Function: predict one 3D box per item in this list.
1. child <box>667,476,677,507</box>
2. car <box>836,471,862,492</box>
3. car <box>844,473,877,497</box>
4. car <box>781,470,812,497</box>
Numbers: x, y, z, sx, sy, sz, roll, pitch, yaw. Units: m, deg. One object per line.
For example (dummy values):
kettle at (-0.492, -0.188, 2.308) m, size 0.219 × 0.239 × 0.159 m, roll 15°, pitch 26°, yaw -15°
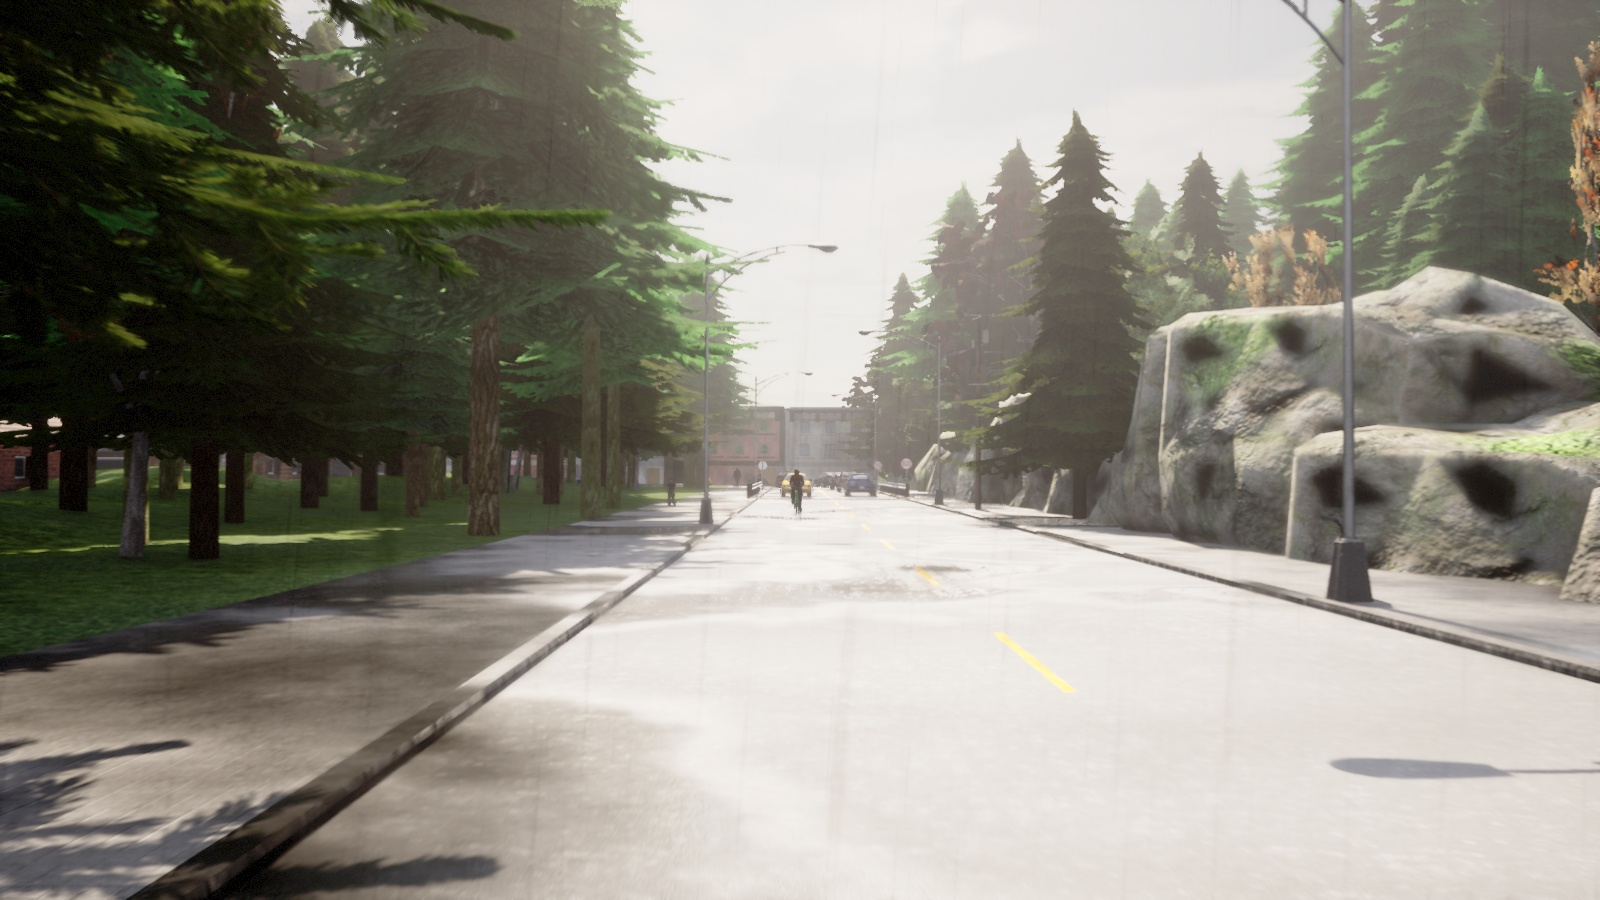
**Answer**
child at (-5.159, 1.673, 50.655) m, size 0.270 × 1.263 × 0.437 m, roll 0°, pitch -1°, yaw 10°
car at (3.676, 2.361, 94.518) m, size 1.789 × 1.549 × 3.705 m, roll 0°, pitch -1°, yaw 0°
car at (3.782, 2.141, 78.594) m, size 1.812 × 1.442 × 4.674 m, roll 0°, pitch -1°, yaw 0°
car at (-0.203, 2.030, 76.301) m, size 1.801 × 1.575 × 5.366 m, roll 0°, pitch -1°, yaw 0°
